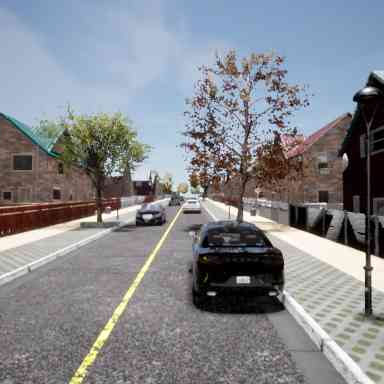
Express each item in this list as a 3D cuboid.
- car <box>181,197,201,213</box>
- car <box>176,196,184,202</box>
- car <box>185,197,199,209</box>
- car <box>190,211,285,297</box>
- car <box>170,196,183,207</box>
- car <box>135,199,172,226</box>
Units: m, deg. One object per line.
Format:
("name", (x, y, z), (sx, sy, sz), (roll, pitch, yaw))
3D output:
("car", (0.018, 1.573, 36.956), (1.812, 1.442, 4.674), (0, 0, 0))
("car", (-2.879, 1.669, 83.783), (1.837, 1.490, 4.892), (0, 0, 0))
("car", (-0.019, 1.540, 47.196), (1.882, 1.535, 5.008), (0, 0, 0))
("car", (0.951, 1.487, 8.676), (1.882, 1.535, 5.008), (0, 0, 0))
("car", (-2.833, 1.601, 54.473), (1.812, 1.442, 4.674), (0, 0, 0))
("car", (-2.885, 1.520, 23.942), (2.128, 1.511, 4.902), (0, 0, 0))
